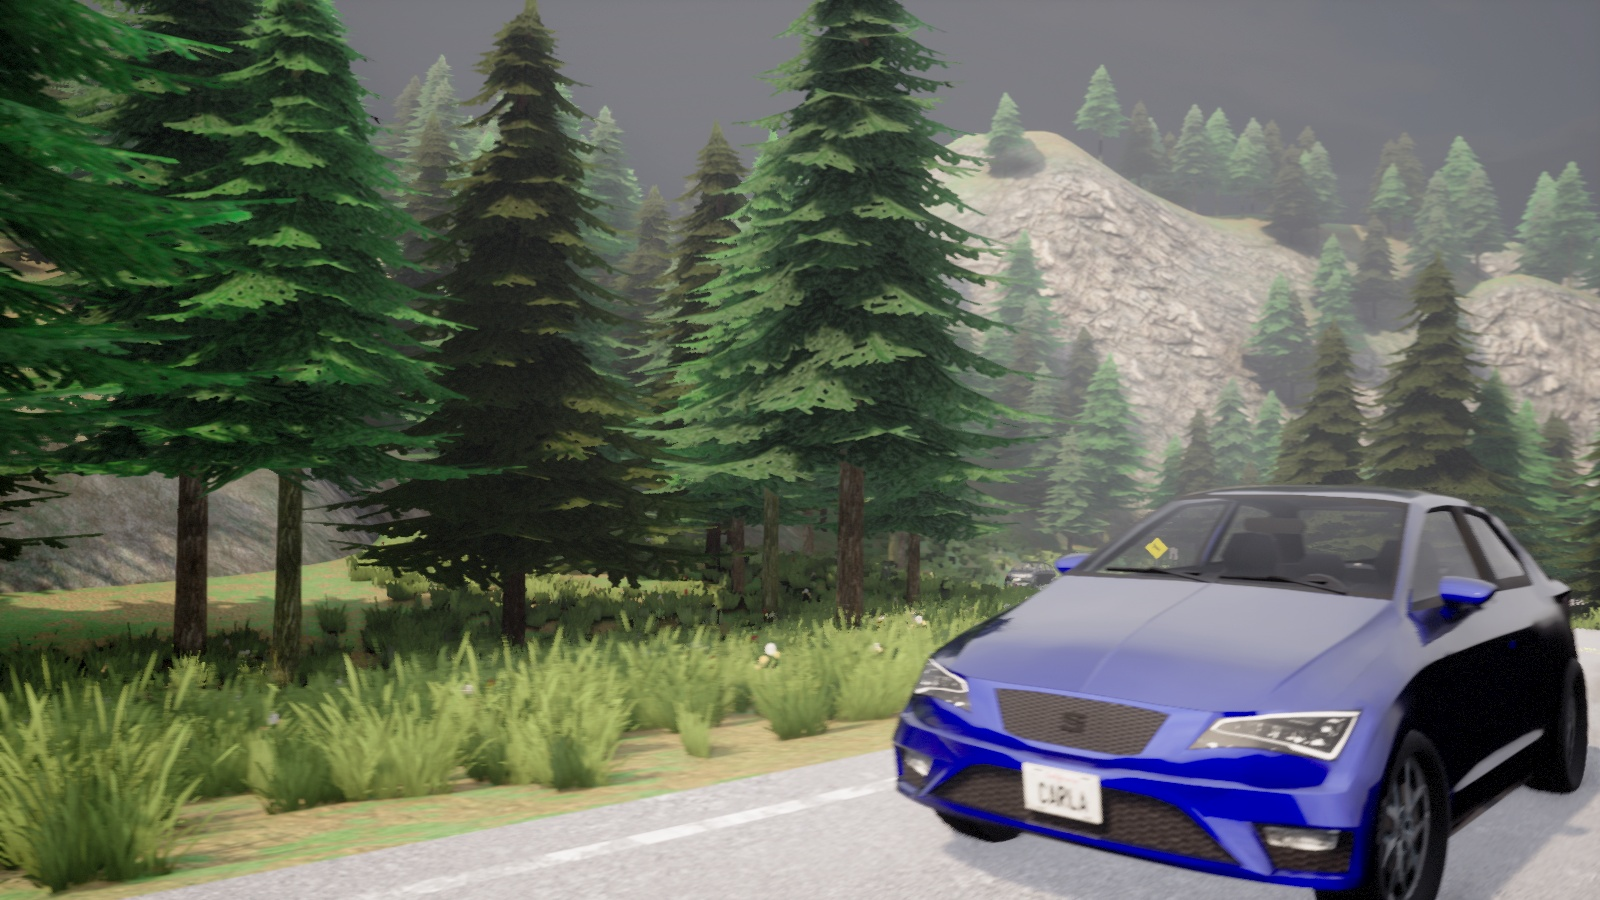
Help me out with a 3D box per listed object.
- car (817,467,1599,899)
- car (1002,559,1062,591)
[{"bbox_3d":[2.142,0.874,5.532,1.816,1.474,4.193,0,-2,41],"label":"car"},{"bbox_3d":[12.094,6.506,65.281,1.789,1.549,3.705,0,-6,32],"label":"car"}]
